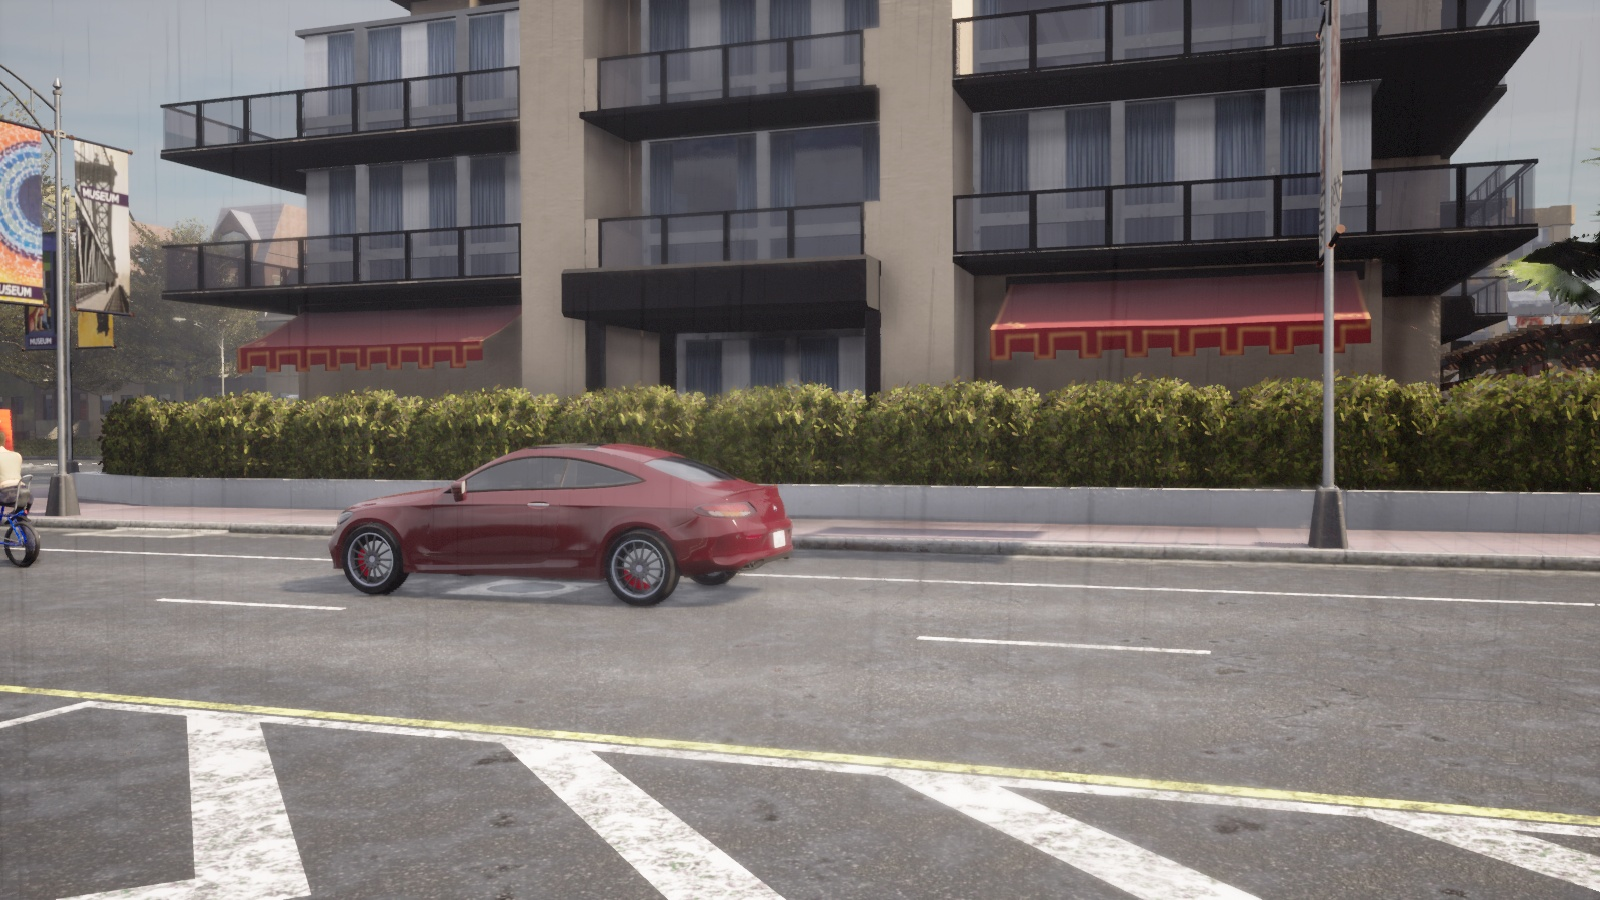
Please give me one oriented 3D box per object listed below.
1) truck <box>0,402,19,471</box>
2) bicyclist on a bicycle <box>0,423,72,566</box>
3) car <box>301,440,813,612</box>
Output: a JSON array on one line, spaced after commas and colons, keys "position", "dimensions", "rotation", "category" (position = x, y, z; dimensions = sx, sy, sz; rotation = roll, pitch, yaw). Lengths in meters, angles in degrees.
[{"position": [-30.672, -0.478, 43.900], "dimensions": [2.627, 2.467, 5.204], "rotation": [1, 1, 18], "category": "truck"}, {"position": [-9.546, 0.490, 14.820], "dimensions": [1.509, 1.612, 0.866], "rotation": [1, 1, 19], "category": "bicyclist on a bicycle"}, {"position": [-2.381, 0.645, 12.406], "dimensions": [4.674, 1.442, 1.812], "rotation": [1, 1, 19], "category": "car"}]
